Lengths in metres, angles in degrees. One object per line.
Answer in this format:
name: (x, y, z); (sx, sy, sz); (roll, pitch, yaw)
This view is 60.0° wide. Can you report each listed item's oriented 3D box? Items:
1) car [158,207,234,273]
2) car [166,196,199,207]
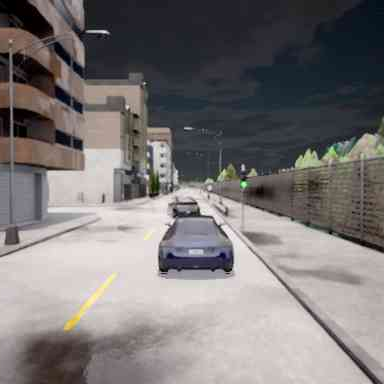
car: (0.099, 1.381, 10.072); (1.994, 1.385, 4.181); (0, 1, 0)
car: (-0.707, 1.062, 23.861); (2.128, 1.511, 4.902); (0, 1, -11)
